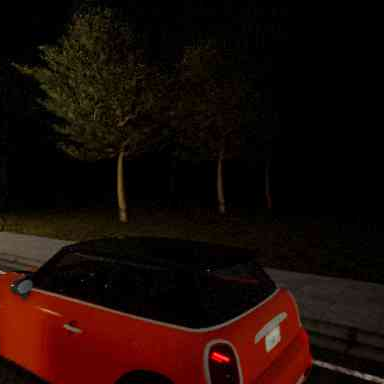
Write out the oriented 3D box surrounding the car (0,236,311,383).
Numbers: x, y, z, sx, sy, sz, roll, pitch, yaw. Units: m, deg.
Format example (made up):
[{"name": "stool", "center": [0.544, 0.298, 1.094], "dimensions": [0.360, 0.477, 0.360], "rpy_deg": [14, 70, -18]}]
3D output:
[{"name": "car", "center": [-0.989, 1.362, 4.275], "dimensions": [4.553, 1.767, 2.097], "rpy_deg": [0, 0, 36]}]
